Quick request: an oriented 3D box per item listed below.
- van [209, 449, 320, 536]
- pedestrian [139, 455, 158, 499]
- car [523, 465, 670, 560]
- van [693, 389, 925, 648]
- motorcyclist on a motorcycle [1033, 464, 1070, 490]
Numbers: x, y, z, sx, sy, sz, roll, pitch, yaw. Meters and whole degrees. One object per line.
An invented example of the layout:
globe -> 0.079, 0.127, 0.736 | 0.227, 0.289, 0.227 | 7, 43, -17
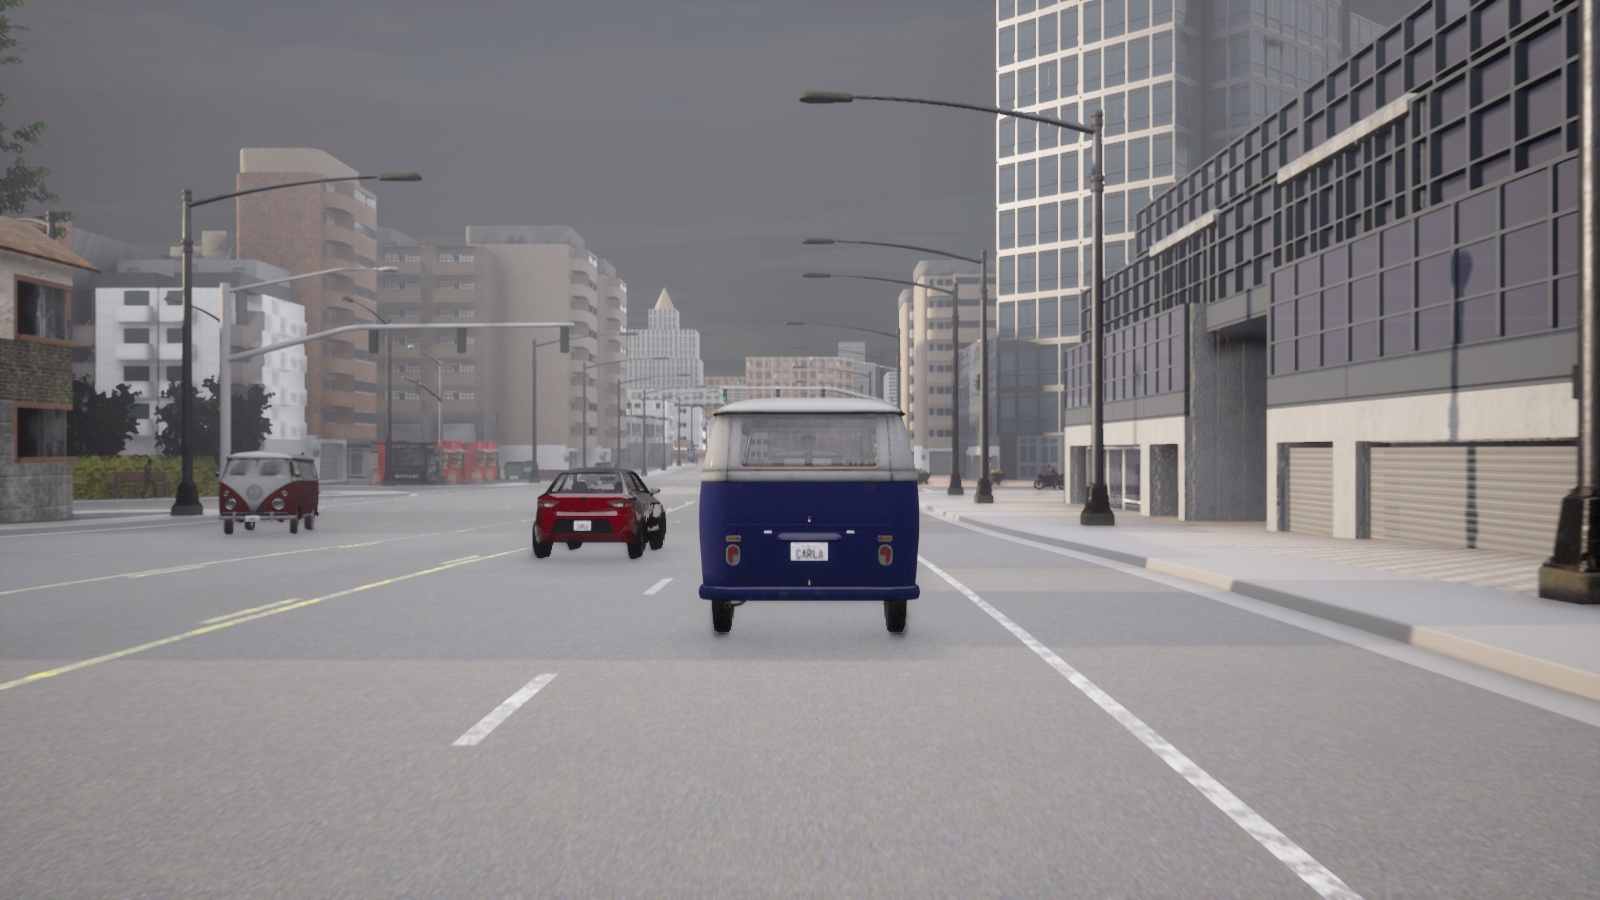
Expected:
van -> -13.117, 1.017, 31.004 | 1.775, 1.987, 4.442 | 0, -1, -14
pedestrian -> -29.094, 1.206, 56.059 | 0.692, 1.930, 0.395 | 0, 0, -42
car -> -3.362, 1.024, 21.528 | 1.816, 1.474, 4.193 | 0, -2, 0
van -> 0.083, 0.556, 11.851 | 1.775, 1.987, 4.442 | 0, -1, 0
motorcyclist on a motorcycle -> 14.716, 1.579, 73.566 | 2.044, 1.523, 0.797 | 0, 0, 1
